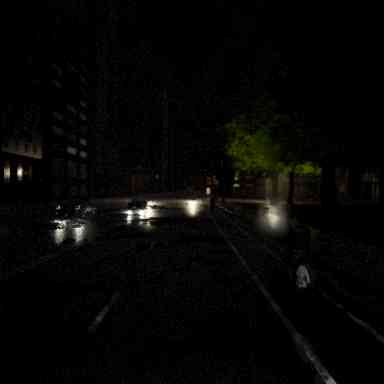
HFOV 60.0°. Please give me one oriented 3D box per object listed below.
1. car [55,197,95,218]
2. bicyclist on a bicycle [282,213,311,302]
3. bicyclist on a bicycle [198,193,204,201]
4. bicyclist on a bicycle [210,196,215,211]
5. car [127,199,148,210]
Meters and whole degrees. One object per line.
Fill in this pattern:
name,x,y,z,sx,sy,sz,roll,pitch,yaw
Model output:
car,-9.855,1.240,28.370,2.097,1.767,4.553,0,0,0
bicyclist on a bicycle,2.235,1.341,7.282,0.659,1.776,1.843,0,0,0
bicyclist on a bicycle,2.314,1.185,73.472,0.659,1.776,1.843,1,0,-1
bicyclist on a bicycle,2.296,1.316,36.492,0.582,1.620,1.656,0,0,-1
car,-6.603,1.453,40.474,1.895,1.301,4.718,0,0,0
